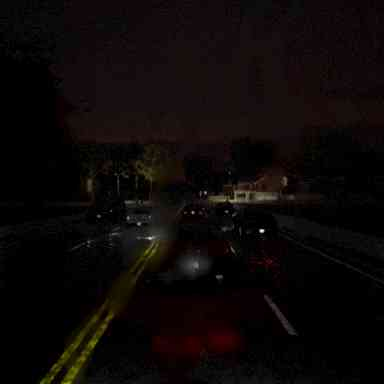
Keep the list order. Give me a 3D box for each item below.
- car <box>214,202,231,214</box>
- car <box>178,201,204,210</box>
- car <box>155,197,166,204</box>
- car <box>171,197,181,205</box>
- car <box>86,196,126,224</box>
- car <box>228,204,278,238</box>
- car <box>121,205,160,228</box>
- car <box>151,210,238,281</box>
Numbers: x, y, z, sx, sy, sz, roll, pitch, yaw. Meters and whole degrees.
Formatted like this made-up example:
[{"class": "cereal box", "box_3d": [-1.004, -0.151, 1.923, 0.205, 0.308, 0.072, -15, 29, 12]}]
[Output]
[{"class": "car", "box_3d": [3.356, 1.732, 34.501, 1.812, 1.442, 4.674, 0, 0, 0]}, {"class": "car", "box_3d": [0.089, 1.720, 28.812, 2.033, 1.411, 5.357, 0, 0, 0]}, {"class": "car", "box_3d": [-6.498, 1.814, 69.617, 2.033, 1.411, 5.357, 0, 0, 0]}, {"class": "car", "box_3d": [-3.258, 1.892, 67.575, 1.837, 1.490, 4.892, 0, 0, 0]}, {"class": "car", "box_3d": [-6.599, 1.379, 26.309, 2.150, 2.045, 5.566, 0, 0, 0]}, {"class": "car", "box_3d": [3.344, 1.614, 18.309, 1.837, 1.490, 4.892, 0, 0, 0]}, {"class": "car", "box_3d": [-3.349, 1.741, 23.367, 1.895, 1.301, 4.718, 0, 0, 0]}, {"class": "car", "box_3d": [0.068, 1.538, 10.079, 1.882, 1.535, 5.008, 0, 0, 0]}]
